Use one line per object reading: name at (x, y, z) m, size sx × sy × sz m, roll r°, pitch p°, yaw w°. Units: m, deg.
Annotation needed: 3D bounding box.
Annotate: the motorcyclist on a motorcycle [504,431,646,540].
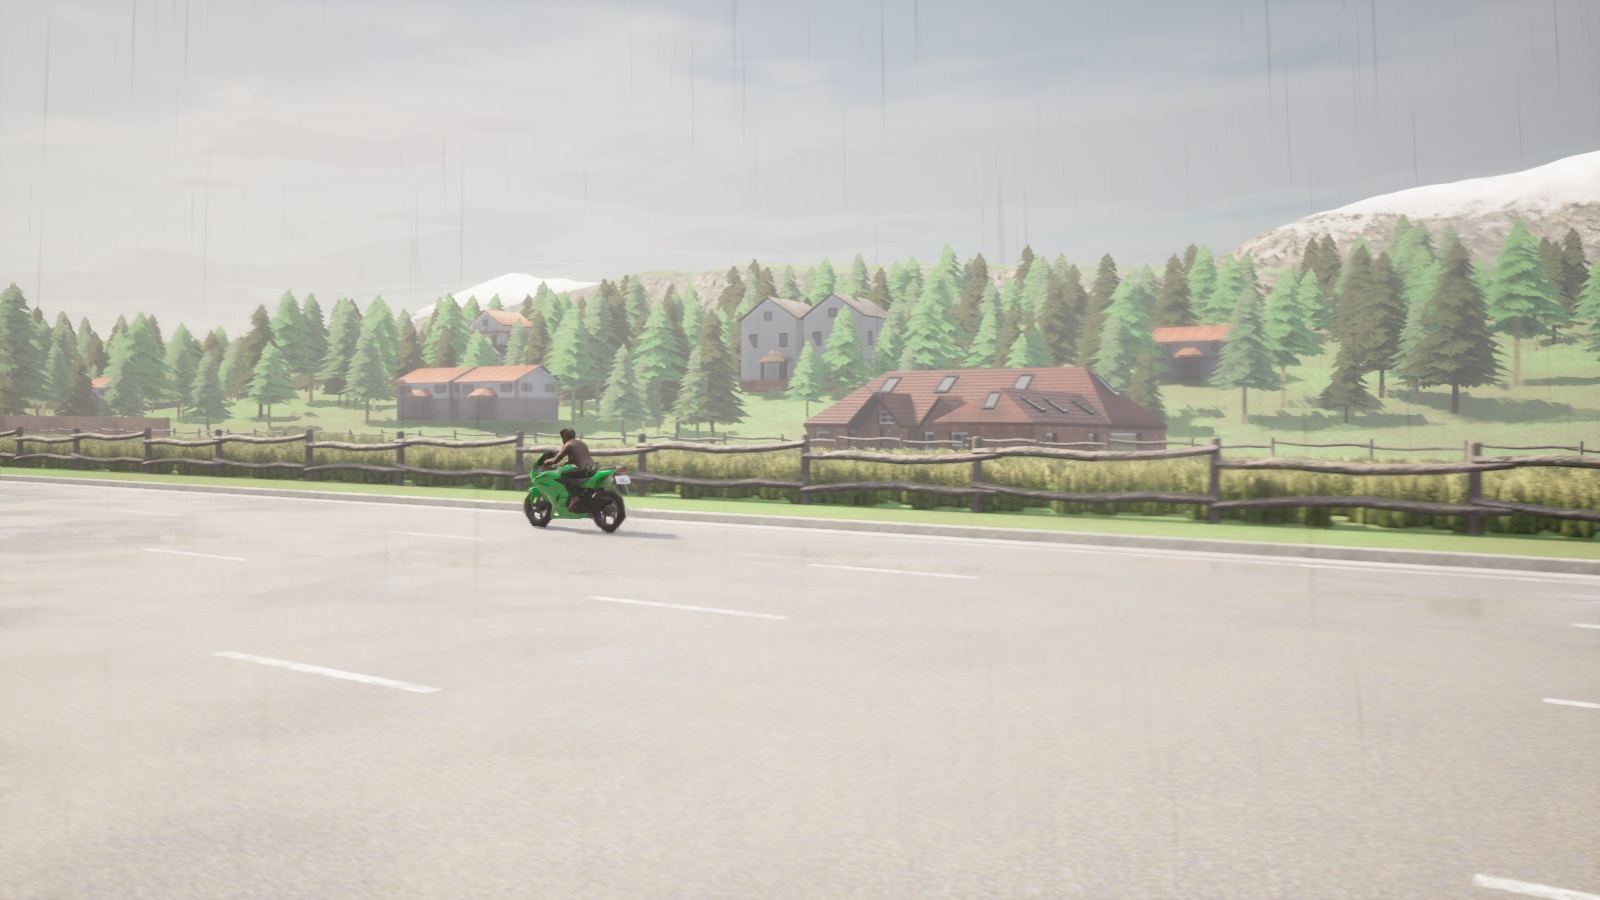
motorcyclist on a motorcycle at (-3.319, 0.492, 18.437) m, size 2.044 × 1.523 × 0.797 m, roll 0°, pitch 1°, yaw 33°
